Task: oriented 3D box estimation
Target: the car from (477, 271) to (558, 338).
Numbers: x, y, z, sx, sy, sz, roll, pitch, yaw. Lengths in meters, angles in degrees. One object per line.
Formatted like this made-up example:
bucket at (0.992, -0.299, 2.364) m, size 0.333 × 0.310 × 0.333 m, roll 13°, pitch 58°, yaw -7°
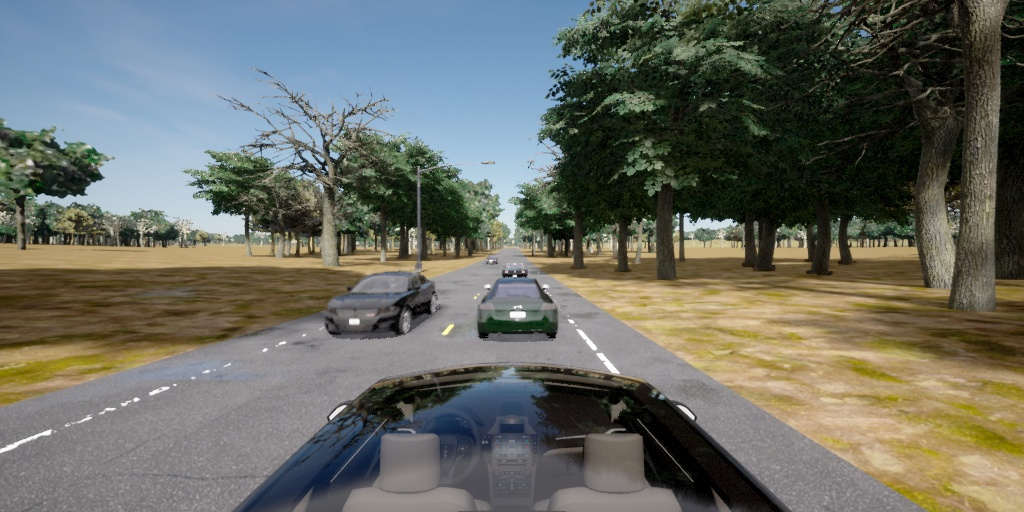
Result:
car at (0.138, 1.292, 10.152) m, size 1.994 × 1.385 × 4.181 m, roll 0°, pitch 0°, yaw 0°

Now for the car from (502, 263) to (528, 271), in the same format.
car at (0.220, 1.162, 28.041) m, size 1.895 × 1.301 × 4.718 m, roll 0°, pitch 1°, yaw 0°

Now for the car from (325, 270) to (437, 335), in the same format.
car at (-3.559, 1.202, 10.608) m, size 1.882 × 1.535 × 5.008 m, roll 0°, pitch 0°, yaw 0°

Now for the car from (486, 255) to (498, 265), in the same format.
car at (-3.242, 0.606, 58.557) m, size 2.128 × 1.511 × 4.902 m, roll 0°, pitch 1°, yaw 0°
